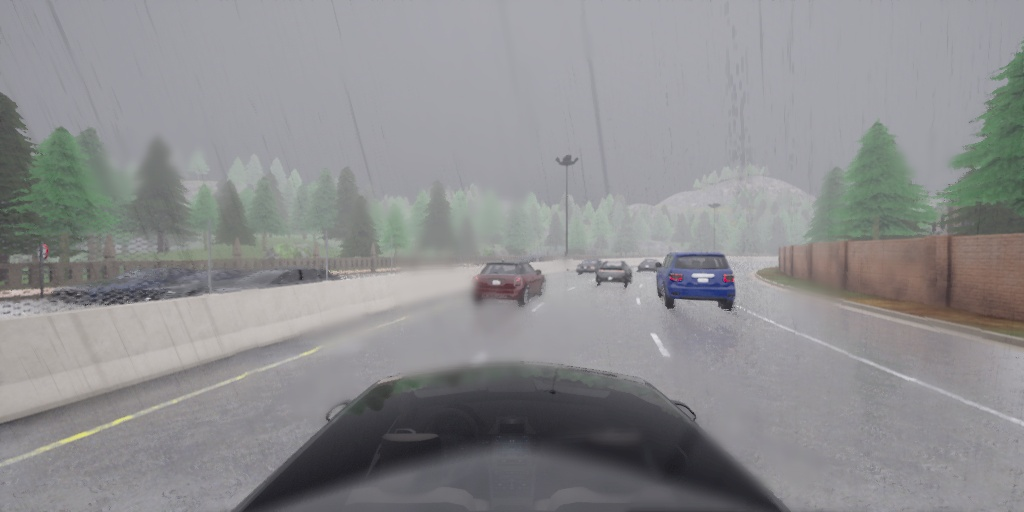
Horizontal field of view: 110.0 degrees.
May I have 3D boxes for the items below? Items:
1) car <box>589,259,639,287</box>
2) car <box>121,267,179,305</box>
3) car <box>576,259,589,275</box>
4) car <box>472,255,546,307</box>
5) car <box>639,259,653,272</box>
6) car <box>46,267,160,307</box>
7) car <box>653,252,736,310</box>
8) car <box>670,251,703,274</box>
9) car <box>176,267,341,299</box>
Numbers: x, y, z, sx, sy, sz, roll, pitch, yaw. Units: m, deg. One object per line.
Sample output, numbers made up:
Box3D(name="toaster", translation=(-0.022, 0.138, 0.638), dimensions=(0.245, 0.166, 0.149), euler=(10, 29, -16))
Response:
Box3D(name="car", translation=(6.519, 1.046, 22.561), dimensions=(2.128, 1.511, 4.902), euler=(0, 1, 23))
Box3D(name="car", translation=(-11.442, 1.199, 13.711), dimensions=(1.994, 1.385, 4.181), euler=(0, 0, 15))
Box3D(name="car", translation=(7.448, 1.007, 32.620), dimensions=(2.033, 1.411, 5.357), euler=(0, 1, 29))
Box3D(name="car", translation=(0.063, 0.976, 15.079), dimensions=(2.097, 1.767, 4.553), euler=(0, 1, 17))
Box3D(name="car", translation=(14.655, 0.977, 37.629), dimensions=(1.994, 1.385, 4.181), euler=(0, 1, 33))
Box3D(name="car", translation=(-14.813, 1.171, 14.867), dimensions=(2.033, 1.411, 5.357), euler=(0, 1, 15))
Box3D(name="car", translation=(7.079, 0.854, 14.261), dimensions=(2.150, 2.045, 5.566), euler=(0, 1, 18))
Box3D(name="car", translation=(17.377, 0.647, 35.543), dimensions=(2.150, 2.045, 5.566), euler=(0, -1, 34))
Box3D(name="car", translation=(-8.144, 1.152, 12.532), dimensions=(1.837, 1.490, 4.892), euler=(0, 0, 15))
